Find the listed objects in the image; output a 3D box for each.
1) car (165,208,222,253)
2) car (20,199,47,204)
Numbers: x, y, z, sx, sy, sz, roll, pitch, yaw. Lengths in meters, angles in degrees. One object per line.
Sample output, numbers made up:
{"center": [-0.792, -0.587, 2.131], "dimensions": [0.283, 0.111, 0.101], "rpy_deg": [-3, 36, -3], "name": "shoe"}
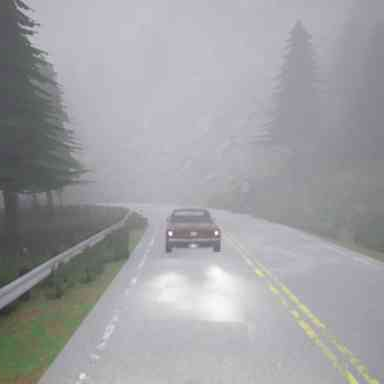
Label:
{"center": [-0.040, 1.323, 12.552], "dimensions": [1.895, 1.301, 4.718], "rpy_deg": [0, 1, -2], "name": "car"}
{"center": [-20.789, 1.373, 43.101], "dimensions": [4.902, 1.511, 2.128], "rpy_deg": [-2, 4, 29], "name": "car"}
